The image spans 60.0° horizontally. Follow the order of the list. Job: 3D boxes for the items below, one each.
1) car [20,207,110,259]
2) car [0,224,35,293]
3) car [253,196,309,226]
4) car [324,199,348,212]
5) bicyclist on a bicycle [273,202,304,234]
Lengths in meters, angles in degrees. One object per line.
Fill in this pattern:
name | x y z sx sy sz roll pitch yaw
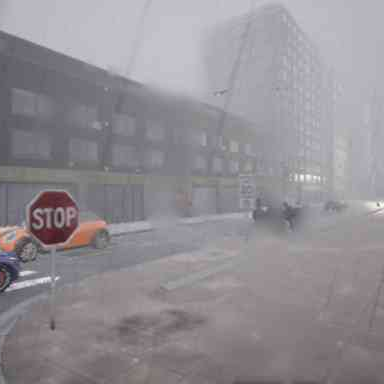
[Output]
car | -5.437 1.478 12.762 2.097 1.767 4.553 -1 0 36
car | -6.041 1.632 6.830 1.812 1.442 4.674 -1 0 36
car | 6.374 1.288 24.231 2.150 2.045 5.566 -1 0 36
car | 16.885 1.540 38.953 1.837 1.490 4.892 -1 0 36
bicyclist on a bicycle | 5.011 1.348 17.316 1.656 1.620 0.582 -1 -1 36
